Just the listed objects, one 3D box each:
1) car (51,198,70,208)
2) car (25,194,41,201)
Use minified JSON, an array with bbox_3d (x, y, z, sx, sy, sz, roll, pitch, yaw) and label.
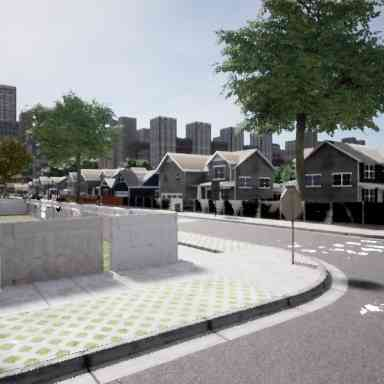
[{"bbox_3d":[-18.605,1.535,46.915,1.812,1.442,4.674,0,0,-35],"label":"car"},{"bbox_3d":[-36.912,1.361,77.798,2.097,1.767,4.553,0,0,-35],"label":"car"}]
